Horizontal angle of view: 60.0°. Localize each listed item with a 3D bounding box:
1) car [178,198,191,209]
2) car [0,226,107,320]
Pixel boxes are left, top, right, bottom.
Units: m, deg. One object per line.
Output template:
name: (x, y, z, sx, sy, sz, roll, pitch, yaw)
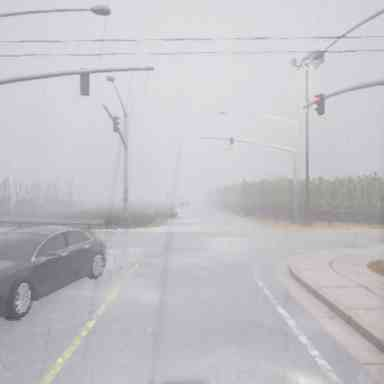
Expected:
car: (-1.245, 1.752, 52.606, 1.882, 1.535, 5.008, 0, 0, -3)
car: (-3.648, 1.603, 7.604, 1.837, 1.490, 4.892, -2, -1, 12)
